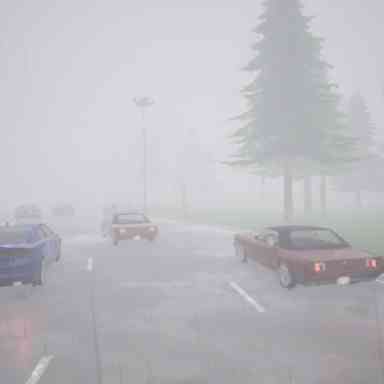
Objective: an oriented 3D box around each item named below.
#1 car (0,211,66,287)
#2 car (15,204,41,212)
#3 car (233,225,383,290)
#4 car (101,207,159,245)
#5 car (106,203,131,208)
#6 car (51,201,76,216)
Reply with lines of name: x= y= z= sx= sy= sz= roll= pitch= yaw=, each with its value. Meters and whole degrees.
car: x=-4.922 y=1.548 z=9.345 sx=1.882 sy=1.535 sz=5.008 roll=0 pitch=0 yaw=-14
car: x=-14.304 y=1.750 z=29.077 sx=2.033 sy=1.411 sz=5.357 roll=-1 pitch=0 yaw=-30
car: x=2.674 y=1.546 z=9.039 sx=1.895 sy=1.301 sz=4.718 roll=-1 pitch=0 yaw=-12
car: x=-3.166 y=1.635 z=15.962 sx=1.895 sy=1.301 sz=4.718 roll=-1 pitch=0 yaw=-23
car: x=-6.603 y=1.676 z=29.757 sx=1.895 sy=1.301 sz=4.718 roll=-1 pitch=0 yaw=-30
car: x=-13.434 y=1.708 z=34.548 sx=1.812 sy=1.442 sz=4.674 roll=-1 pitch=0 yaw=-30
